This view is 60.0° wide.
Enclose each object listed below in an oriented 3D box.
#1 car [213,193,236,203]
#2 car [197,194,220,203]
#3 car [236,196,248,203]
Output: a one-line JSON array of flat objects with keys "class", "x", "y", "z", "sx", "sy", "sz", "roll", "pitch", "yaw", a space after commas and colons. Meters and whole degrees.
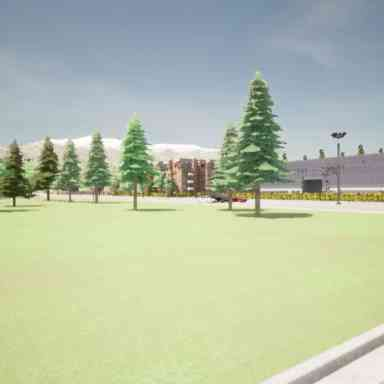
[{"class": "car", "x": 5.668, "y": 1.323, "z": 67.508, "sx": 2.150, "sy": 2.045, "sz": 5.566, "roll": 0, "pitch": 0, "yaw": -36}, {"class": "car", "x": 2.813, "y": 1.557, "z": 65.483, "sx": 1.812, "sy": 1.442, "sz": 4.674, "roll": 0, "pitch": 0, "yaw": -36}, {"class": "car", "x": 9.267, "y": 1.486, "z": 68.494, "sx": 1.882, "sy": 1.535, "sz": 5.008, "roll": 0, "pitch": 0, "yaw": -36}]
